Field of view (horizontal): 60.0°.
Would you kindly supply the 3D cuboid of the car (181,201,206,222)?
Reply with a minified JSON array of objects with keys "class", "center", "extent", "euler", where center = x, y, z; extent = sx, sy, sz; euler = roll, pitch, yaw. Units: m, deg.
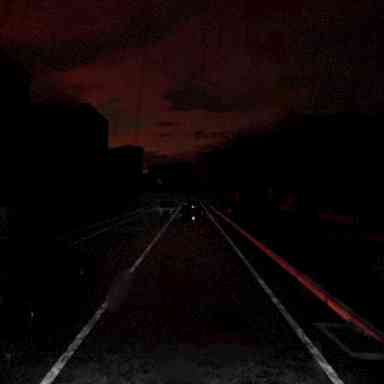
[{"class":"car","center":[0.101,1.630,26.606],"extent":[1.895,1.301,4.718],"euler":[0,0,0]}]

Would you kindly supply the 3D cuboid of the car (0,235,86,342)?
[{"class":"car","center":[-3.551,1.566,6.372],"extent":[1.994,1.385,4.181],"euler":[0,0,0]}]

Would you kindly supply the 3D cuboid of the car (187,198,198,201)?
[{"class":"car","center":[0.085,1.515,42.848],"extent":[1.837,1.490,4.892],"euler":[0,0,0]}]

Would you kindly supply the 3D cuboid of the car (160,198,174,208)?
[{"class":"car","center":[-3.601,1.576,48.227],"extent":[1.895,1.301,4.718],"euler":[0,0,0]}]
